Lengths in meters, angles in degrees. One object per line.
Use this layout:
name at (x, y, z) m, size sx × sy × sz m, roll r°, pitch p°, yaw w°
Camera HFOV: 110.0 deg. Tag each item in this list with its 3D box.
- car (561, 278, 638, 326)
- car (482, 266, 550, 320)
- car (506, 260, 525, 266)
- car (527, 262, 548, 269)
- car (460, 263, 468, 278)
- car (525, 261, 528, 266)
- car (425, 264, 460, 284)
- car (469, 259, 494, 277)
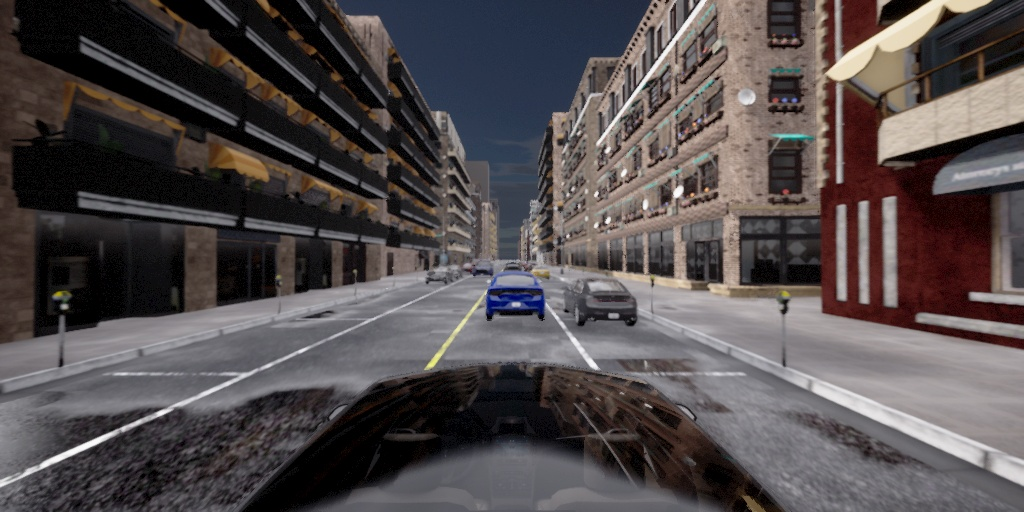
car at (2.688, 1.357, 11.660) m, size 2.007 × 1.370 × 4.403 m, roll 0°, pitch 0°, yaw 0°
car at (0.083, 1.292, 13.058) m, size 1.882 × 1.535 × 5.008 m, roll 0°, pitch 0°, yaw -1°
car at (0.096, 1.449, 36.113) m, size 1.837 × 1.490 × 4.892 m, roll 0°, pitch 0°, yaw 0°
car at (2.685, 1.459, 34.375) m, size 1.751 × 1.417 × 4.829 m, roll 0°, pitch 0°, yaw 0°
car at (-5.696, 1.484, 34.208) m, size 2.007 × 1.370 × 4.403 m, roll 0°, pitch 0°, yaw 0°
car at (2.684, 1.531, 39.841) m, size 1.948 × 1.339 × 4.313 m, roll 0°, pitch 0°, yaw 0°
car at (-5.695, 1.453, 28.572) m, size 2.007 × 1.370 × 4.403 m, roll 0°, pitch 0°, yaw 0°
car at (-3.052, 1.311, 38.775) m, size 2.097 × 1.767 × 4.553 m, roll 0°, pitch 0°, yaw 1°
